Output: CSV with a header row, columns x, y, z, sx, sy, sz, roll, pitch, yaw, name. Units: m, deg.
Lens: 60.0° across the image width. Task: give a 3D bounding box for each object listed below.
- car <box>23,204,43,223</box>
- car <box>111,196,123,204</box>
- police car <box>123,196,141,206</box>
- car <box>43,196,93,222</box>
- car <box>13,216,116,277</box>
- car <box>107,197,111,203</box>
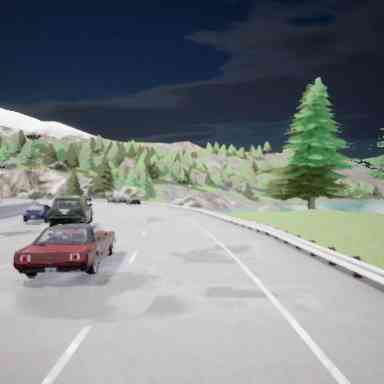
x,y,z,sx,sy,sz,roll,pitch,yaw,name
-12.806,1.765,28.113,1.812,1.442,4.674,-1,0,-11,car
-15.670,1.707,73.207,2.097,1.767,4.553,-1,0,-26,car
-11.158,1.697,63.175,1.930,1.638,5.238,-1,0,-22,police car
-8.312,1.386,23.218,2.150,2.045,5.566,0,0,-9,car
-3.657,1.674,10.536,1.895,1.301,4.718,-1,0,-4,car
-18.746,1.918,79.173,1.837,1.490,4.892,-1,0,-28,car
